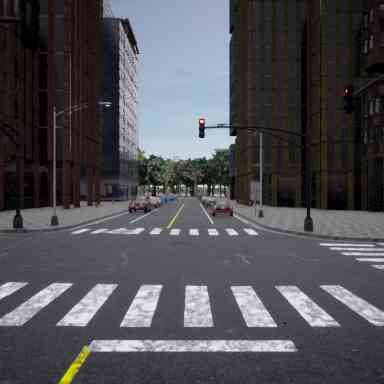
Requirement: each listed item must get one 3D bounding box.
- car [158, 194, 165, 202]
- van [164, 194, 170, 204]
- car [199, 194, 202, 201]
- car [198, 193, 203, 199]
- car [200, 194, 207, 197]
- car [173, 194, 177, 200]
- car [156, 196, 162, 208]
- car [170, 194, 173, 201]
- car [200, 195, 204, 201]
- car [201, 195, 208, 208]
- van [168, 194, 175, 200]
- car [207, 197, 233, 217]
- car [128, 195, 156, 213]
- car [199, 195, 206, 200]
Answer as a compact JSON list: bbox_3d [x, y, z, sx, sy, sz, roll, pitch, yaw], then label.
[{"bbox_3d":[-5.742,1.534,53.326,1.752,1.417,4.829,0,0,0],"label":"car"},{"bbox_3d":[-5.738,1.354,64.371,1.690,1.788,3.998,0,0,0],"label":"van"},{"bbox_3d":[2.788,1.538,64.537,1.752,1.417,4.829,0,0,0],"label":"car"},{"bbox_3d":[2.792,1.544,75.412,1.752,1.417,4.829,0,0,0],"label":"car"},{"bbox_3d":[2.786,1.555,58.930,1.887,1.381,4.507,0,0,0],"label":"car"},{"bbox_3d":[-5.729,1.591,86.121,1.947,1.339,4.313,0,0,0],"label":"car"},{"bbox_3d":[-5.744,1.588,48.058,1.802,1.307,4.206,0,0,0],"label":"car"},{"bbox_3d":[-5.735,1.566,69.809,2.008,1.369,4.403,0,0,0],"label":"car"},{"bbox_3d":[2.784,1.553,53.492,1.887,1.381,4.507,0,0,0],"label":"car"},{"bbox_3d":[2.781,1.557,48.054,2.008,1.369,4.403,0,0,0],"label":"car"},{"bbox_3d":[-5.727,1.371,91.559,1.690,1.788,3.998,0,0,0],"label":"van"},{"bbox_3d":[2.775,1.442,31.742,1.967,1.590,4.097,0,0,0],"label":"car"},{"bbox_3d":[-5.748,1.318,37.183,2.192,1.841,5.009,0,0,0],"label":"car"},{"bbox_3d":[2.798,1.555,91.725,1.752,1.417,4.829,0,0,0],"label":"car"}]
